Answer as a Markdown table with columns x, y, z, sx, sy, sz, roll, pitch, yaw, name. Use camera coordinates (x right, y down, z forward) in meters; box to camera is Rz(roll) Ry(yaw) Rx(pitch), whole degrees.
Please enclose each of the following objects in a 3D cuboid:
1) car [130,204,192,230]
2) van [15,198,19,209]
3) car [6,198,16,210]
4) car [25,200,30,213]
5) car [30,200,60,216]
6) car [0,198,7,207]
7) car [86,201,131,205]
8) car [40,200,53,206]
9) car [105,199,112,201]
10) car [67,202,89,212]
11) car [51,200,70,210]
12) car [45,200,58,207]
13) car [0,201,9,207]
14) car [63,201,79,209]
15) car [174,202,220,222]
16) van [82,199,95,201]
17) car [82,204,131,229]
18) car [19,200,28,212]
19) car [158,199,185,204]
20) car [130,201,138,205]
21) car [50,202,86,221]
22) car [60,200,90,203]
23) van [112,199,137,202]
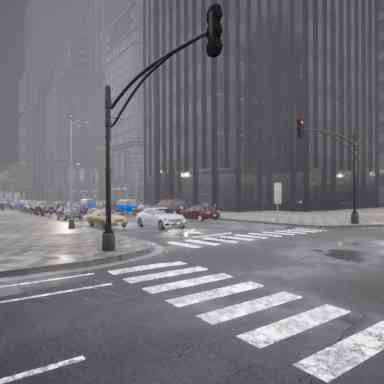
| x | y | z | sx | sy | sz | roll | pitch | yaw | name |
| --- | --- | --- | --- | --- | --- | --- | --- | --- | --- |
| -2.281 | 1.790 | 23.399 | 1.812 | 1.442 | 4.674 | 0 | -1 | -37 | car |
| -26.158 | 2.123 | 52.414 | 1.690 | 1.788 | 3.998 | -1 | 0 | -35 | van |
| -31.913 | 2.354 | 60.529 | 1.967 | 1.590 | 4.097 | -1 | 0 | -35 | car |
| -20.499 | 2.196 | 44.444 | 1.887 | 1.381 | 4.507 | -1 | 0 | -35 | car |
| -17.677 | 1.901 | 40.460 | 2.192 | 1.841 | 5.009 | -1 | 0 | -35 | car |
| -41.246 | 2.668 | 73.687 | 1.887 | 1.381 | 4.507 | -1 | 0 | -35 | car |
| -8.041 | 1.891 | 31.507 | 2.128 | 1.511 | 4.902 | 0 | -1 | -35 | car |
| -34.697 | 2.661 | 79.191 | 1.947 | 1.339 | 4.313 | -1 | 0 | -35 | car |
| -11.163 | 1.875 | 46.055 | 2.192 | 1.841 | 5.009 | -1 | 0 | -35 | car |
| -17.035 | 2.257 | 49.589 | 1.895 | 1.301 | 4.718 | 0 | -1 | -35 | car |
| -23.018 | 2.271 | 57.971 | 1.882 | 1.535 | 5.008 | 0 | -1 | -35 | car |
| -31.686 | 2.596 | 74.947 | 1.947 | 1.339 | 4.313 | -1 | 0 | -35 | car |
| -44.356 | 2.772 | 78.073 | 1.802 | 1.307 | 4.206 | -1 | 0 | -35 | car |
| -22.656 | 2.407 | 62.219 | 1.802 | 1.307 | 4.206 | -1 | 0 | -35 | car |
| 0.597 | 1.828 | 29.446 | 1.887 | 1.381 | 4.507 | -1 | 0 | -35 | car |
| -17.040 | 2.038 | 54.360 | 1.690 | 1.788 | 3.998 | -1 | 0 | -35 | van |
| -6.266 | 1.843 | 24.382 | 1.752 | 1.417 | 4.829 | -1 | 0 | -35 | car |
| -23.328 | 2.157 | 48.429 | 1.967 | 1.590 | 4.097 | -1 | 0 | -35 | car |
| -2.347 | 1.668 | 33.598 | 2.192 | 1.841 | 5.009 | -1 | 0 | -35 | car |
| -5.279 | 2.004 | 37.750 | 1.802 | 1.307 | 4.206 | -1 | 0 | -35 | car |
| -12.018 | 2.004 | 32.490 | 2.008 | 1.369 | 4.403 | -1 | 0 | -35 | car |
| -14.114 | 2.068 | 40.087 | 1.812 | 1.442 | 4.674 | 0 | -1 | -35 | car |
| -8.224 | 1.833 | 41.903 | 1.690 | 1.788 | 3.998 | -1 | 0 | -35 | van |
